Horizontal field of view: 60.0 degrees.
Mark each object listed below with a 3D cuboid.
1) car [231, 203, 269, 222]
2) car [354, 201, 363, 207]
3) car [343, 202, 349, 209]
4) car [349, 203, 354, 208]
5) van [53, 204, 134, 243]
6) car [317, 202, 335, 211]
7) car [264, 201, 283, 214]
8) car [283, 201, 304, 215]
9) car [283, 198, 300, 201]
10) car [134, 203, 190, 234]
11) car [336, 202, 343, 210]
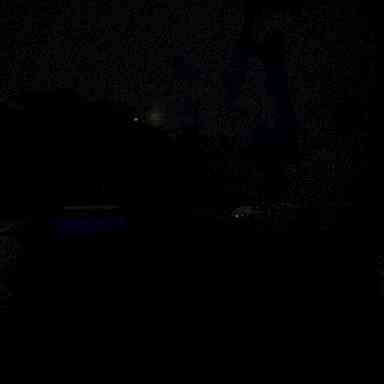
[{"bbox_3d":[5.532,2.070,32.817,1.812,1.442,4.674,2,0,36],"label":"car"},{"bbox_3d":[41.797,3.040,83.812,1.887,1.381,4.507,0,-1,36],"label":"car"},{"bbox_3d":[29.231,2.690,66.216,1.887,1.381,4.507,1,-1,36],"label":"car"},{"bbox_3d":[32.372,2.782,70.615,2.008,1.369,4.403,0,-1,36],"label":"car"},{"bbox_3d":[-5.325,1.632,17.825,1.690,1.788,3.998,1,0,36],"label":"van"},{"bbox_3d":[22.948,2.543,57.417,1.947,1.339,4.313,1,-1,36],"label":"car"},{"bbox_3d":[9.761,2.141,43.390,1.837,1.490,4.892,2,0,36],"label":"car"},{"bbox_3d":[13.523,2.282,44.219,1.887,1.381,4.507,1,0,36],"label":"car"},{"bbox_3d":[15.706,2.006,51.781,2.150,2.045,5.566,2,0,36],"label":"car"},{"bbox_3d":[-2.183,1.677,22.224,2.192,1.841,5.009,1,0,36],"label":"car"},{"bbox_3d":[26.090,2.611,61.816,2.008,1.369,4.403,1,-1,36],"label":"car"}]
